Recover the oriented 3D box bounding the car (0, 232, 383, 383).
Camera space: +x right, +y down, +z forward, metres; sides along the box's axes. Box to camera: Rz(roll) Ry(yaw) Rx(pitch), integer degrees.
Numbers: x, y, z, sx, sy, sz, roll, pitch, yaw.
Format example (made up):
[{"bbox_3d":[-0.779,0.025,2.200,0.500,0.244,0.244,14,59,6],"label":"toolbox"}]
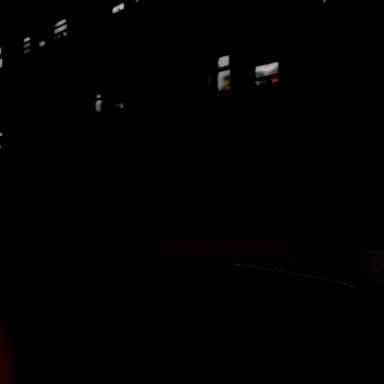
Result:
[{"bbox_3d":[-0.297,1.334,3.069,5.009,1.841,2.192,-1,0,35],"label":"car"}]
